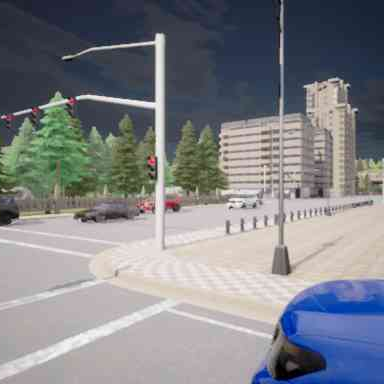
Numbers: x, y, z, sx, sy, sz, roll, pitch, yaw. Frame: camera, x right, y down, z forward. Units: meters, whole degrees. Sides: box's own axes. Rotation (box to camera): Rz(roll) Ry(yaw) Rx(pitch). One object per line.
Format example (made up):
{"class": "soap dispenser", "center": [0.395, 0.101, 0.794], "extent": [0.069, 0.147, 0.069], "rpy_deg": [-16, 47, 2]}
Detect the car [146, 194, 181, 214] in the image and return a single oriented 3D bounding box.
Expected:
{"class": "car", "center": [-3.412, 1.207, 35.446], "extent": [2.150, 2.045, 5.566], "rpy_deg": [0, 0, 35]}

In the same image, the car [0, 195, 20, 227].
{"class": "car", "center": [-13.828, 1.208, 20.843], "extent": [2.150, 2.045, 5.566], "rpy_deg": [0, 0, 36]}

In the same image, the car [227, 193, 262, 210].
{"class": "car", "center": [6.673, 1.209, 43.545], "extent": [2.150, 2.045, 5.566], "rpy_deg": [0, 0, 36]}

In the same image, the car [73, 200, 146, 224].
{"class": "car", "center": [-6.293, 1.536, 25.372], "extent": [2.033, 1.411, 5.357], "rpy_deg": [0, 0, 35]}

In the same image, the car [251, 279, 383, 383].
{"class": "car", "center": [3.115, 1.222, 1.744], "extent": [5.566, 2.045, 2.150], "rpy_deg": [0, 0, 36]}
